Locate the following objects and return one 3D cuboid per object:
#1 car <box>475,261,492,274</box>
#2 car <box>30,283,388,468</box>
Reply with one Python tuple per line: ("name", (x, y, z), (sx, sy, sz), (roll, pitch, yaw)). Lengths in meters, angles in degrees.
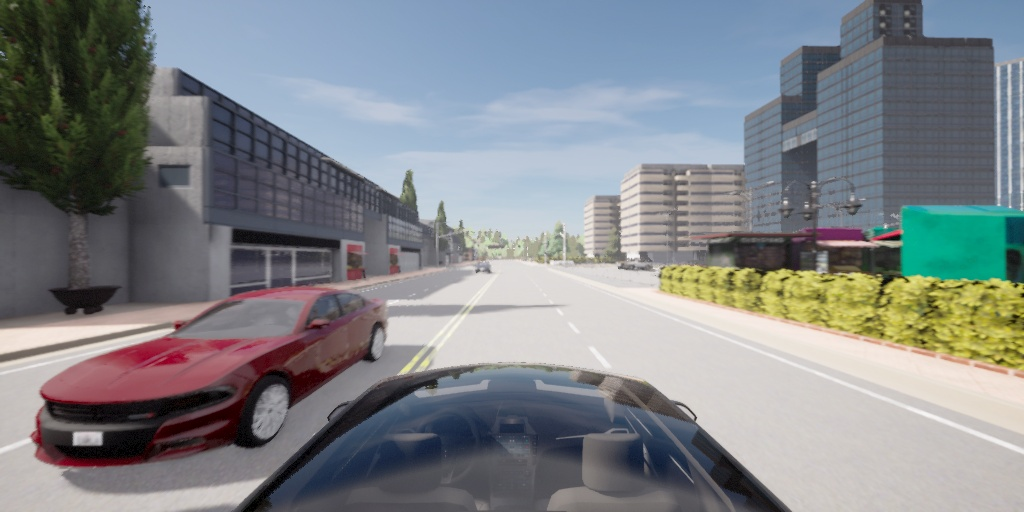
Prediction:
("car", (-3.509, 1.413, 44.527), (2.128, 1.511, 4.902), (0, 0, 0))
("car", (-3.502, 1.243, 5.460), (1.882, 1.535, 5.008), (0, 0, 0))
